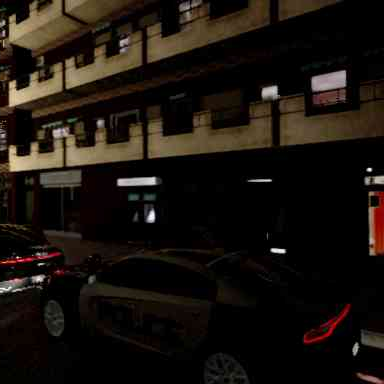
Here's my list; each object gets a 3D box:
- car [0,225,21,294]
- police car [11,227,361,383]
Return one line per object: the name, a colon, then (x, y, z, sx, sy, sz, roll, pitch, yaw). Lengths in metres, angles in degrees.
car: (-5.246, 1.614, 8.450, 4.892, 1.490, 1.837, -1, -1, 35)
police car: (-0.386, 1.465, 5.031, 5.238, 1.638, 1.930, -1, -1, 35)
